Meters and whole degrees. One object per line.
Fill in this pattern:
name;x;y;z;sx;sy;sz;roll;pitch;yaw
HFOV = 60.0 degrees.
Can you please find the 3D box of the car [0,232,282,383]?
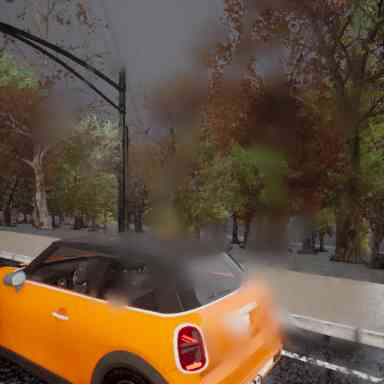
car;-1.223;1.351;4.569;4.553;1.767;2.097;0;0;36
